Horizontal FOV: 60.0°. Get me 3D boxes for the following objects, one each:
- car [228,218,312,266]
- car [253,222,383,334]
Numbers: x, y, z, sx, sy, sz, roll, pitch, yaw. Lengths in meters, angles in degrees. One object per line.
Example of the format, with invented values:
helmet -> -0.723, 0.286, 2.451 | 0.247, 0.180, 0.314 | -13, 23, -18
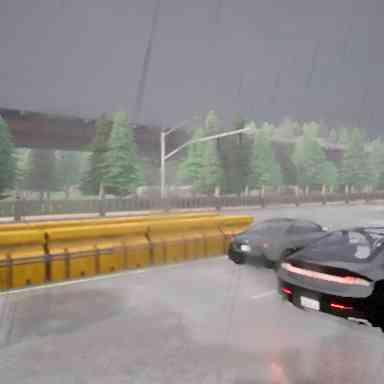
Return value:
car -> 3.110, 1.492, 10.265 | 4.181, 1.385, 1.994 | -1, 0, -36
car -> 3.727, 1.434, 6.405 | 4.902, 1.511, 2.128 | -1, 0, -36
